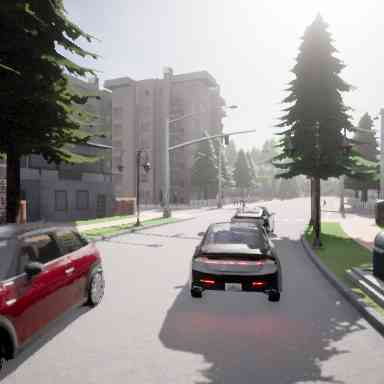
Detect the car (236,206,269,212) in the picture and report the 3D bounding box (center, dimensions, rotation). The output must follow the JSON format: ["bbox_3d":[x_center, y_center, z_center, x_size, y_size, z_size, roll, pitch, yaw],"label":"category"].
[{"bbox_3d":[3.242,1.491,17.473,2.128,1.511,4.902,0,0,18],"label":"car"}]

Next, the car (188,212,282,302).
[{"bbox_3d":[1.111,1.492,8.367,2.128,1.511,4.902,0,0,9],"label":"car"}]

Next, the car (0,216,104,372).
[{"bbox_3d":[-3.069,1.352,5.076,2.097,1.767,4.553,0,0,7],"label":"car"}]
